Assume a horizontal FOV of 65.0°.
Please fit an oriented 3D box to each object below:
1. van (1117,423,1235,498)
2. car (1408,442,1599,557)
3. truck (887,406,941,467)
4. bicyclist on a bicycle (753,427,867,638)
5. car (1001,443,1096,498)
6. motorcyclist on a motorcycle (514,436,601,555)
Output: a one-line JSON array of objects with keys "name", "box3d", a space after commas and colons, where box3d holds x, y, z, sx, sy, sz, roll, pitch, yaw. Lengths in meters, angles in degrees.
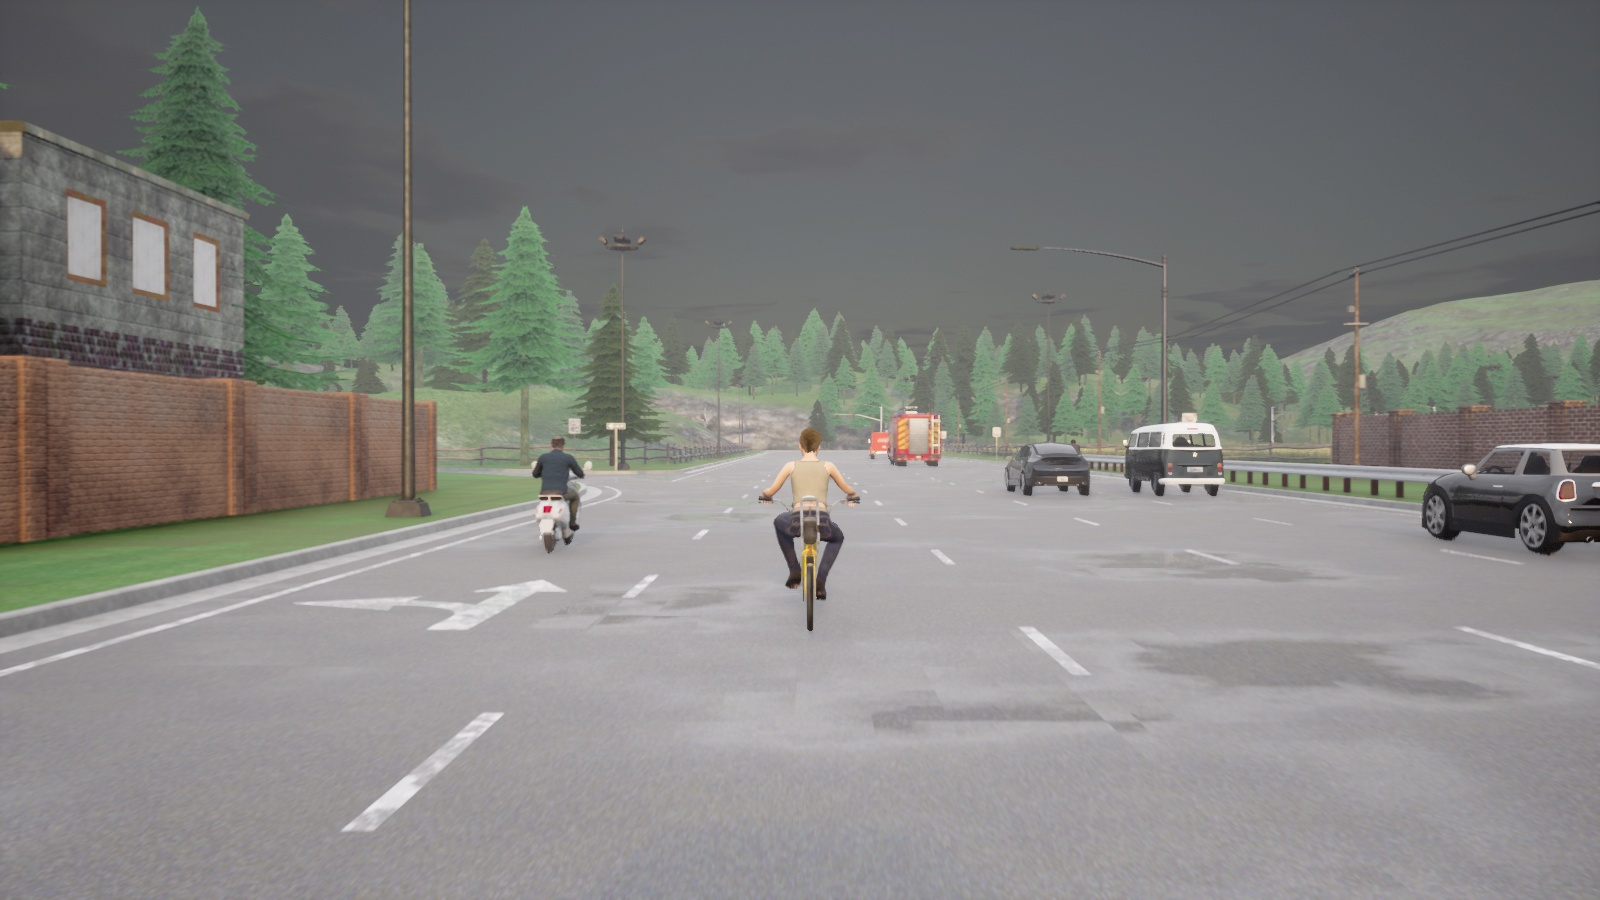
[{"name": "van", "box3d": [10.720, 0.275, 36.166, 2.069, 2.038, 4.480, 0, 0, 0]}, {"name": "car", "box3d": [10.617, 0.619, 17.994, 1.970, 1.475, 3.806, 0, 0, 0]}, {"name": "truck", "box3d": [7.486, -0.883, 83.488, 2.891, 3.827, 8.468, 0, 0, 0]}, {"name": "bicyclist on a bicycle", "box3d": [0.079, 0.625, 10.346, 0.866, 1.612, 1.509, 0, 0, 0]}, {"name": "car", "box3d": [7.224, 0.549, 36.925, 1.837, 1.490, 4.892, 0, 0, 0]}, {"name": "motorcyclist on a motorcycle", "box3d": [-3.385, 0.597, 17.680, 0.866, 1.590, 1.817, 0, 0, 0]}]
